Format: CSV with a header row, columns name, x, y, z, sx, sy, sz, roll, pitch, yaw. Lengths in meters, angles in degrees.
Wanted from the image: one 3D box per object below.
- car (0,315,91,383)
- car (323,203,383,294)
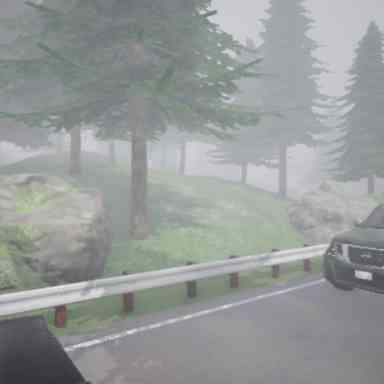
name,x,y,z,sx,sy,sz,roll,pitch,yaw
car,-3.099,1.604,1.779,4.718,1.301,1.895,0,0,-36
car,5.447,1.201,7.866,5.566,2.045,2.150,0,0,-36
